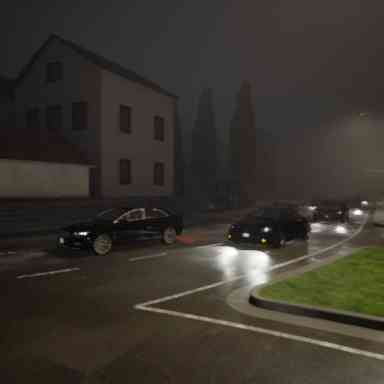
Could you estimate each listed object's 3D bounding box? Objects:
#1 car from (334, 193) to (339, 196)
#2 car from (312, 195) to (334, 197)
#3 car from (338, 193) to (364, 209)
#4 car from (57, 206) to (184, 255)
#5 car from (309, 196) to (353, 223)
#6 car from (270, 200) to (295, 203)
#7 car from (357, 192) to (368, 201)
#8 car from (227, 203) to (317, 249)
[{"bbox_3d":[25.583,0.855,57.991,1.895,1.301,4.718,1,1,29],"label":"car"},{"bbox_3d":[15.398,1.001,40.043,1.994,1.385,4.181,1,1,30],"label":"car"},{"bbox_3d":[17.717,1.093,37.043,1.895,1.301,4.718,1,1,29],"label":"car"},{"bbox_3d":[-2.470,1.286,12.479,4.902,1.511,2.128,-1,1,-44],"label":"car"},{"bbox_3d":[9.481,1.212,22.509,1.812,1.442,4.674,1,1,30],"label":"car"},{"bbox_3d":[6.495,1.247,24.307,1.895,1.301,4.718,1,1,30],"label":"car"},{"bbox_3d":[28.649,0.759,56.300,2.128,1.511,4.902,1,1,29],"label":"car"},{"bbox_3d":[3.263,1.362,13.666,1.994,1.385,4.181,1,1,41],"label":"car"}]
